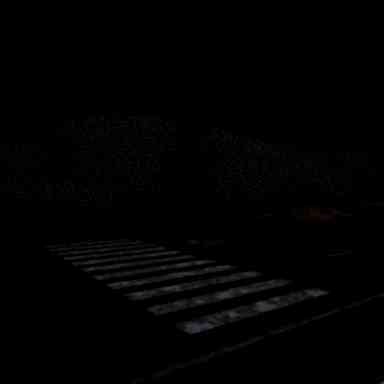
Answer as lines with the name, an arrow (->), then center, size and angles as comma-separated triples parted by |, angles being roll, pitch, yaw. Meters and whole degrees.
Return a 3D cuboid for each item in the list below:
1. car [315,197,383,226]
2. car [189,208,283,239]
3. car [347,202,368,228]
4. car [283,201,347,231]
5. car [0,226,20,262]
car -> 11.866, 1.374, 25.004 | 5.566, 2.045, 2.435 | -1, -1, 35
car -> 2.081, 1.597, 18.028 | 4.792, 1.488, 2.163 | -1, -1, 34
car -> 9.390, 1.653, 23.274 | 4.674, 1.452, 2.002 | -1, -1, 34
car -> 6.791, 1.600, 21.627 | 5.366, 1.575, 1.946 | -1, -1, 35
car -> -7.697, 1.524, 11.062 | 4.792, 1.488, 2.163 | -1, -1, 34
